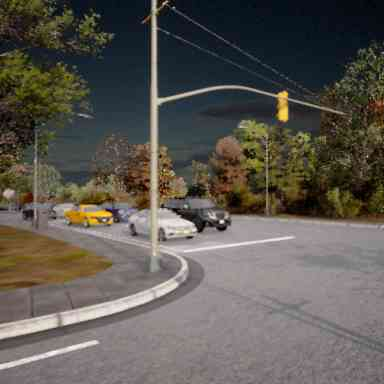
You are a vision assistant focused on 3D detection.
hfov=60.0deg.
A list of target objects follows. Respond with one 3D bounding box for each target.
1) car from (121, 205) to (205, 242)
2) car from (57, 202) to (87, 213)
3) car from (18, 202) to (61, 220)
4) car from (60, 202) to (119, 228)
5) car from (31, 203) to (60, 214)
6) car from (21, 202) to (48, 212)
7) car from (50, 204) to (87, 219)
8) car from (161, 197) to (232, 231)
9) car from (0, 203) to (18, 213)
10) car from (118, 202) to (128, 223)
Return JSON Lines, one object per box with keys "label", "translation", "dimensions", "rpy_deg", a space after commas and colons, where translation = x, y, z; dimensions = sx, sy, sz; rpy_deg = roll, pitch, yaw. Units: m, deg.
{"label": "car", "translation": [-1.666, 1.617, 17.217], "dimensions": [1.812, 1.442, 4.674], "rpy_deg": [0, -1, -38]}
{"label": "car", "translation": [-17.640, 2.231, 48.740], "dimensions": [4.892, 1.490, 1.837], "rpy_deg": [-1, -1, 39]}
{"label": "car", "translation": [-14.576, 1.934, 31.818], "dimensions": [4.892, 1.490, 1.837], "rpy_deg": [-2, -1, 44]}
{"label": "car", "translation": [-7.605, 1.699, 24.435], "dimensions": [1.882, 1.535, 5.008], "rpy_deg": [0, -1, -42]}
{"label": "car", "translation": [-20.577, 2.266, 46.581], "dimensions": [4.674, 1.442, 1.812], "rpy_deg": [-2, -1, 38]}
{"label": "car", "translation": [-25.962, 2.435, 54.852], "dimensions": [4.892, 1.490, 1.837], "rpy_deg": [-1, -1, 34]}
{"label": "car", "translation": [-13.226, 1.993, 35.361], "dimensions": [4.674, 1.442, 1.812], "rpy_deg": [-2, -1, 44]}
{"label": "car", "translation": [0.018, 1.339, 20.811], "dimensions": [2.150, 2.045, 5.566], "rpy_deg": [0, -1, -37]}
{"label": "car", "translation": [-28.895, 2.439, 52.624], "dimensions": [4.902, 1.511, 2.128], "rpy_deg": [-1, -1, 34]}
{"label": "car", "translation": [-6.212, 1.612, 28.084], "dimensions": [2.097, 1.767, 4.553], "rpy_deg": [0, -1, -42]}
